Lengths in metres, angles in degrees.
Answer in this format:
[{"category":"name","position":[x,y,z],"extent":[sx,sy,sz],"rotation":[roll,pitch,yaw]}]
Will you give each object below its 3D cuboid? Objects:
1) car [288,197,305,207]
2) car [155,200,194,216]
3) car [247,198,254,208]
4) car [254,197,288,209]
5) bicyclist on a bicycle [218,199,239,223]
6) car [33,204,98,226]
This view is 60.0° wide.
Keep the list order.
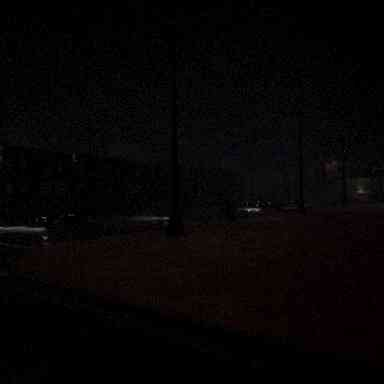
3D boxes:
[{"category":"car","position":[17.097,1.634,54.653],"extent":[1.837,1.490,4.892],"rotation":[-1,-1,37]},{"category":"car","position":[-1.847,1.676,35.408],"extent":[1.882,1.535,5.008],"rotation":[-1,-1,37]},{"category":"car","position":[10.275,1.540,51.427],"extent":[2.097,1.767,4.553],"rotation":[-1,-1,37]},{"category":"car","position":[11.176,1.680,46.683],"extent":[2.033,1.411,5.357],"rotation":[-1,-1,37]},{"category":"bicyclist on a bicycle","position":[2.468,1.325,22.871],"extent":[1.656,1.620,0.582],"rotation":[-1,-1,37]},{"category":"car","position":[-9.457,1.708,25.273],"extent":[1.837,1.490,4.892],"rotation":[-1,-1,37]}]
